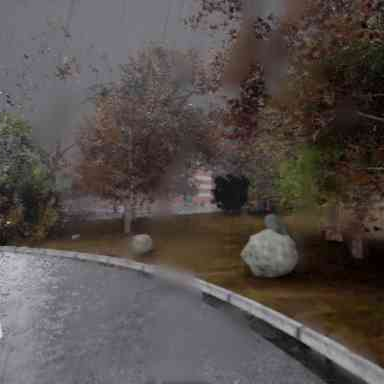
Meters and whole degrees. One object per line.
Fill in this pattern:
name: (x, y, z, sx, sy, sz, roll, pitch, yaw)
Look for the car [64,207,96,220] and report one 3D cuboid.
car: (-12.783, 2.326, 35.502, 4.892, 1.490, 1.837, -1, -1, -24)
